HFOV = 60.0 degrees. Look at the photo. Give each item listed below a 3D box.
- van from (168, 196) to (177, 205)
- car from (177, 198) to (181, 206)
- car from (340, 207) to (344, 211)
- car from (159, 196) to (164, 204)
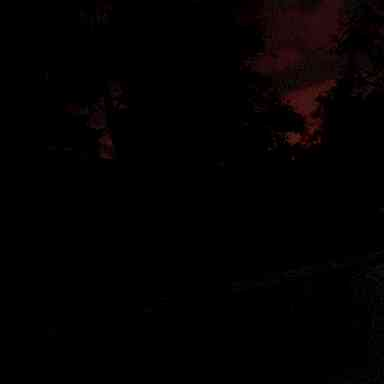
[{"bbox_3d":[-5.544,1.802,67.146,1.878,1.987,4.442,0,0,-36],"label":"van"},{"bbox_3d":[-3.197,2.008,68.686,2.097,1.535,5.008,0,0,-36],"label":"car"},{"bbox_3d":[17.440,1.556,36.874,2.128,1.511,4.902,4,-3,-34],"label":"car"},{"bbox_3d":[-7.738,1.921,65.396,2.185,1.767,4.553,0,0,-36],"label":"car"}]
